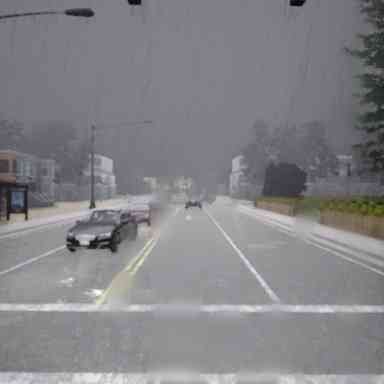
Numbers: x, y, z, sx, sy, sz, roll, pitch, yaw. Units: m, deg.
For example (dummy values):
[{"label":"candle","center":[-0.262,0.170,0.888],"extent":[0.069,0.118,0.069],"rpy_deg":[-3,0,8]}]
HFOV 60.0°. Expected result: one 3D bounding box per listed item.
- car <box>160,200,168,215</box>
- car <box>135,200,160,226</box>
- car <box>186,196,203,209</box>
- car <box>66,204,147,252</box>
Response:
[{"label":"car","center":[-3.528,1.538,34.068],"extent":[2.033,1.411,5.357],"rpy_deg":[0,0,0]},{"label":"car","center":[-3.591,1.519,23.561],"extent":[1.812,1.442,4.674],"rpy_deg":[0,0,0]},{"label":"car","center":[0.367,1.339,45.891],"extent":[2.097,1.767,4.553],"rpy_deg":[0,0,5]},{"label":"car","center":[-3.556,1.488,13.931],"extent":[2.128,1.511,4.902],"rpy_deg":[0,0,4]}]
